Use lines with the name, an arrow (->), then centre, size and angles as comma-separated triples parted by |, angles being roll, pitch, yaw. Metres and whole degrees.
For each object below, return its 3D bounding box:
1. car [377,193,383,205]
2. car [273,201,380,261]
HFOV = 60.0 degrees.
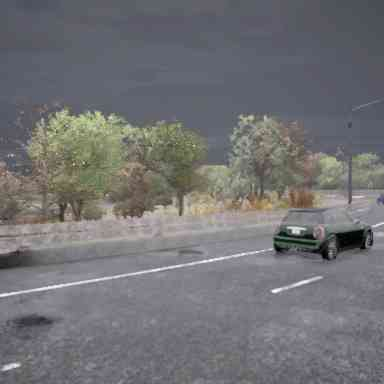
car -> 35.696, 1.227, 60.945 | 2.150, 2.045, 5.566 | 0, 0, 15
car -> 5.130, 1.387, 12.772 | 4.553, 1.767, 2.097 | 0, 0, -42
